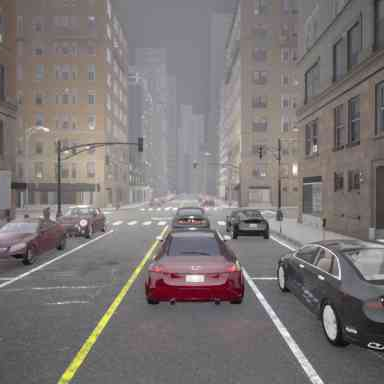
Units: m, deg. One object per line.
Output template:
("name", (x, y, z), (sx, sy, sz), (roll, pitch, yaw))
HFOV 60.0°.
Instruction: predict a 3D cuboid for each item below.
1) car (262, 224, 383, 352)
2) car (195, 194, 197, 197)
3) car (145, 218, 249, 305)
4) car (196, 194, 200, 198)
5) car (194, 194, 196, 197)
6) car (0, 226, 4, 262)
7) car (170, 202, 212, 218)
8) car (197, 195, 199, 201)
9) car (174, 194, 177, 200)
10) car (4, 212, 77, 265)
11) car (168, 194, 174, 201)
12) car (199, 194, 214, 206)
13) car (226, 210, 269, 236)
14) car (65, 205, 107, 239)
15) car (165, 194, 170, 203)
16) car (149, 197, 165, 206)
("car", (2.827, 1.551, 6.138), (2.008, 1.369, 4.403), (0, 0, 0))
("car", (2.489, 1.560, 86.684), (1.967, 1.590, 4.097), (0, 0, 0))
("car", (0.040, 1.564, 8.135), (1.994, 1.385, 4.181), (0, 0, -1))
("car", (2.528, 1.524, 75.866), (1.967, 1.590, 4.097), (0, 0, 0))
("car", (2.470, 1.456, 92.093), (2.192, 1.841, 5.009), (0, 0, 0))
("car", (-5.698, 1.566, 6.092), (1.947, 1.339, 4.313), (0, 0, 0))
("car", (-0.051, 1.505, 17.048), (1.837, 1.490, 4.892), (0, 0, 0))
("car", (2.567, 1.606, 65.048), (2.008, 1.369, 4.403), (0, 0, 0))
("car", (-6.055, 1.456, 92.058), (2.192, 1.841, 5.009), (0, 0, 0))
("car", (-5.728, 1.582, 11.594), (1.802, 1.307, 4.206), (0, 0, 0))
("car", (-6.015, 1.626, 81.070), (1.752, 1.417, 4.829), (0, 0, 0))
("car", (2.604, 1.476, 54.230), (1.967, 1.590, 4.097), (0, 0, 0))
("car", (2.768, 1.566, 17.140), (1.947, 1.339, 4.313), (0, 0, 0))
("car", (-5.757, 1.441, 17.095), (1.967, 1.590, 4.097), (0, 0, 0))
("car", (-5.958, 1.606, 65.014), (2.008, 1.369, 4.403), (0, 0, 0))
("car", (-5.920, 1.618, 54.198), (1.802, 1.307, 4.206), (0, 0, 0))
